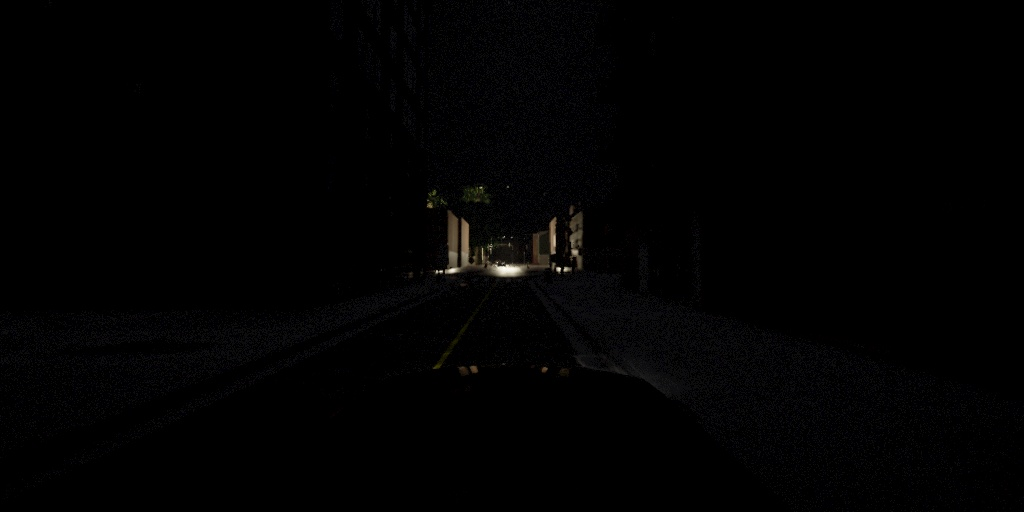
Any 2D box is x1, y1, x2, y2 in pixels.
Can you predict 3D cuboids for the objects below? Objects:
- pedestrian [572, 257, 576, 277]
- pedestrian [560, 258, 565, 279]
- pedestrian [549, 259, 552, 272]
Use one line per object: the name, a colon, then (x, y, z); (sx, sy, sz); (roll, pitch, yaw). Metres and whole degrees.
pedestrian: (5.516, 0.987, 32.294); (0.375, 1.860, 0.375); (1, -2, 0)
pedestrian: (4.475, 1.115, 31.690); (0.375, 1.860, 0.375); (1, -2, 0)
pedestrian: (3.516, 1.177, 32.889); (0.375, 1.860, 0.375); (1, -2, 0)
